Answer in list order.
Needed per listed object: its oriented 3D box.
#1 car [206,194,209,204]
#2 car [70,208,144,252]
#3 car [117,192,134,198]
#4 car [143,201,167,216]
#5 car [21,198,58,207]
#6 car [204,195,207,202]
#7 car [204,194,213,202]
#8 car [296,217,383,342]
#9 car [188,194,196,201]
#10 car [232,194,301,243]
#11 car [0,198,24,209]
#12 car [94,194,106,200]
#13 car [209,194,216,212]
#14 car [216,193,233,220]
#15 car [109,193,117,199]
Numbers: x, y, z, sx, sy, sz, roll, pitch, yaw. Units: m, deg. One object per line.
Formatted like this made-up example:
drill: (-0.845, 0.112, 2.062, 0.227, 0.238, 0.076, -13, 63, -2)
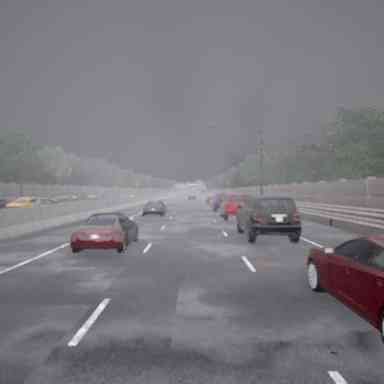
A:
car: (3.484, 1.339, 49.163, 1.801, 1.575, 5.366, 0, 0, 0)
car: (-3.404, 1.526, 13.645, 1.994, 1.385, 4.181, 0, 0, 0)
car: (-14.025, 0.941, 72.218, 2.150, 2.045, 5.566, 0, 0, 0)
car: (-3.410, 1.483, 31.153, 1.994, 1.385, 4.181, 0, 0, 0)
car: (-14.103, 1.481, 31.940, 1.994, 1.385, 4.181, 0, 0, 0)
car: (3.480, 1.371, 59.977, 1.837, 1.490, 4.892, 0, 0, 0)
car: (3.476, 1.315, 71.168, 1.801, 1.575, 5.366, 0, 0, 0)
car: (3.602, 1.461, 5.820, 1.882, 1.535, 5.008, 0, 0, 0)
car: (-0.027, 1.303, 80.629, 1.882, 1.535, 5.008, 0, 0, 0)
car: (3.495, 1.178, 15.997, 2.150, 2.045, 5.566, 0, 0, 0)
car: (-17.602, 1.388, 35.060, 1.882, 1.535, 5.008, 0, 0, 0)
car: (-21.026, 1.206, 76.342, 1.837, 1.490, 4.892, 0, 0, 0)
car: (3.487, 1.126, 38.001, 2.150, 2.045, 5.566, 0, 0, 0)
car: (3.491, 1.150, 26.999, 2.150, 2.045, 5.566, 0, 0, 0)
car: (-17.526, 1.061, 76.373, 2.097, 1.767, 4.553, 0, 0, 0)
